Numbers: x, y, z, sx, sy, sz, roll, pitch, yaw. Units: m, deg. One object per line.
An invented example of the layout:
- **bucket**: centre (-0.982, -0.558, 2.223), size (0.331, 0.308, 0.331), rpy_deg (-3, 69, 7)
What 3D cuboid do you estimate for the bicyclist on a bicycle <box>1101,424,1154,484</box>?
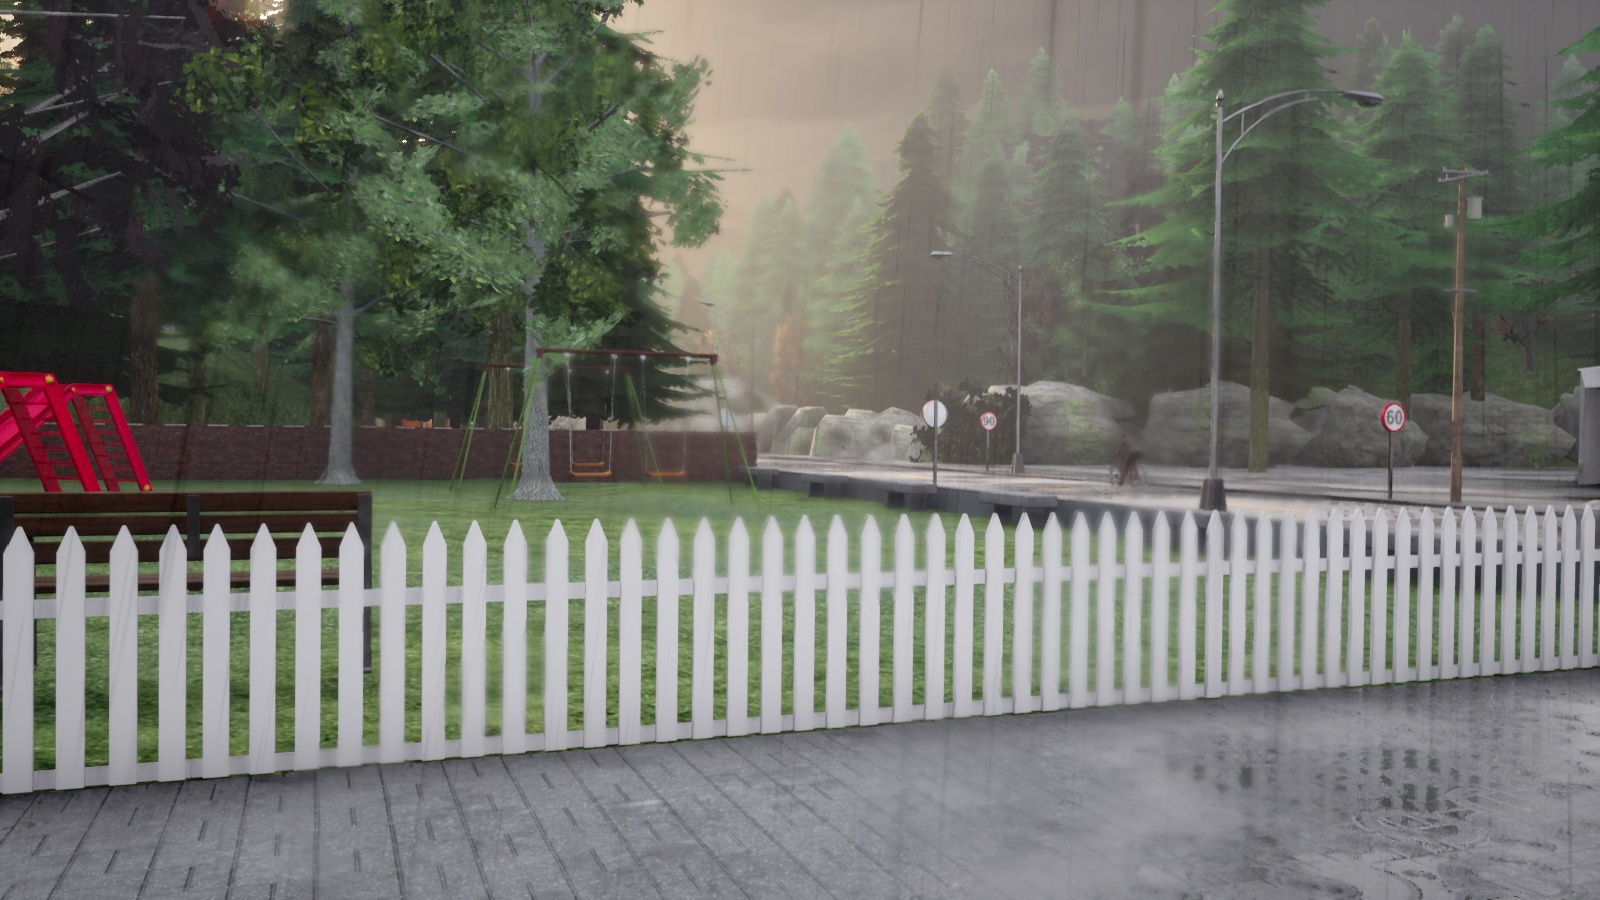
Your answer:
- **bicyclist on a bicycle**: centre (9.153, 0.107, 35.142), size (0.582, 1.620, 1.656), rpy_deg (-1, 0, -21)
